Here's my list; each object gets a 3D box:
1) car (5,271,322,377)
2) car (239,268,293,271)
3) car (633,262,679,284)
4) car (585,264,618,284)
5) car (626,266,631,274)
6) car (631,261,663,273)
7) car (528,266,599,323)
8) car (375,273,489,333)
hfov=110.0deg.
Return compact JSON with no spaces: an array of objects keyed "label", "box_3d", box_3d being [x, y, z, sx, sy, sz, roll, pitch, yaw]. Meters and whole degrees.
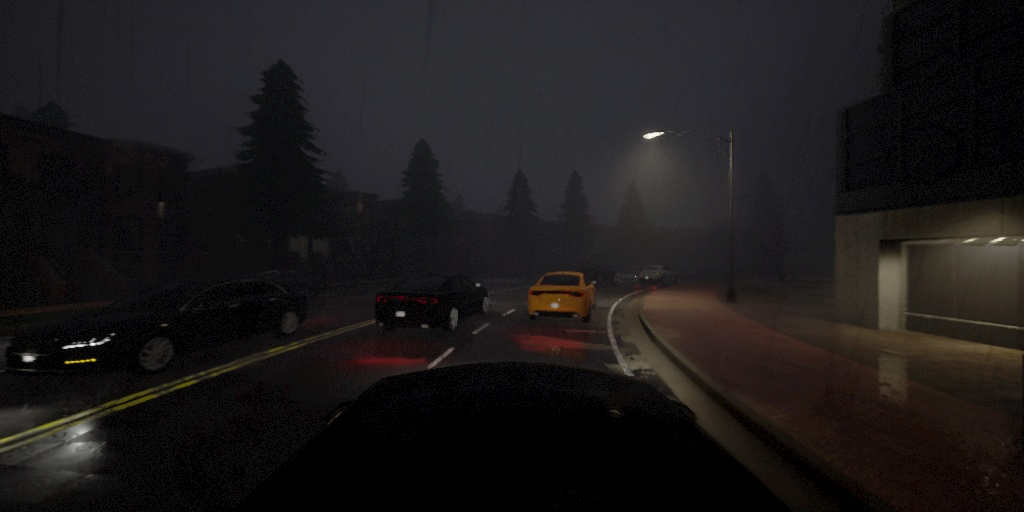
[{"label":"car","box_3d":[-6.495,1.218,7.479,1.837,1.490,4.892,0,0,9]},{"label":"car","box_3d":[-9.050,1.201,12.656,2.128,1.511,4.902,0,0,14]},{"label":"car","box_3d":[12.152,1.493,29.654,1.812,1.442,4.674,1,0,45]},{"label":"car","box_3d":[6.970,1.427,29.162,1.837,1.490,4.892,0,-1,39]},{"label":"car","box_3d":[16.910,1.557,46.061,5.008,1.535,1.882,1,0,-27]},{"label":"car","box_3d":[16.628,1.413,41.916,4.553,1.767,2.097,1,0,-29]},{"label":"car","box_3d":[1.916,1.289,12.728,1.882,1.535,5.008,0,0,16]},{"label":"car","box_3d":[-2.135,1.244,10.960,1.882,1.535,5.008,0,0,12]}]
